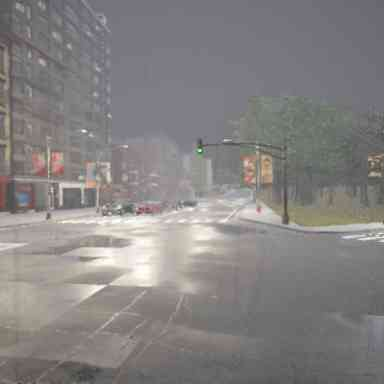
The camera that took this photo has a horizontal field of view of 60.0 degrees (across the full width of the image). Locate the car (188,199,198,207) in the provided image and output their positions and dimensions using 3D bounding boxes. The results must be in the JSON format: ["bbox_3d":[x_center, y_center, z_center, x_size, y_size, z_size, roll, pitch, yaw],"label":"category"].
[{"bbox_3d":[-0.248,1.825,54.753,1.895,1.301,4.718,-1,-1,11],"label":"car"}]

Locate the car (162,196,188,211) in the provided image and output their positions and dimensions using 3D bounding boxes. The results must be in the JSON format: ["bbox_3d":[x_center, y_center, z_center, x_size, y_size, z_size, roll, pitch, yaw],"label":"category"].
[{"bbox_3d":[-2.308,1.646,43.742,1.837,1.490,4.892,-1,-1,11],"label":"car"}]

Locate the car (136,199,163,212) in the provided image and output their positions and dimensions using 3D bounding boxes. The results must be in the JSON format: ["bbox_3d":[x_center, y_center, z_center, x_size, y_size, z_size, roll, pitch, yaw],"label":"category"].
[{"bbox_3d":[-5.520,1.745,44.219,2.033,1.411,5.357,-1,-1,11],"label":"car"}]

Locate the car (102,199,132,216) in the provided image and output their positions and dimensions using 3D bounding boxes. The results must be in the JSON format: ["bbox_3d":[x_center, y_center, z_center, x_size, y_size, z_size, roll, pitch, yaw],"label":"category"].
[{"bbox_3d":[-7.427,1.487,33.971,2.097,1.767,4.553,-1,0,11],"label":"car"}]

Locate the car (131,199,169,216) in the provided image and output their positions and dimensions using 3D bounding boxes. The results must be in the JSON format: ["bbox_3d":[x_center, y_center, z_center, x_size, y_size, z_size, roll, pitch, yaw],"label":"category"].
[{"bbox_3d":[-4.159,1.680,33.718,1.895,1.301,4.718,-1,0,11],"label":"car"}]
